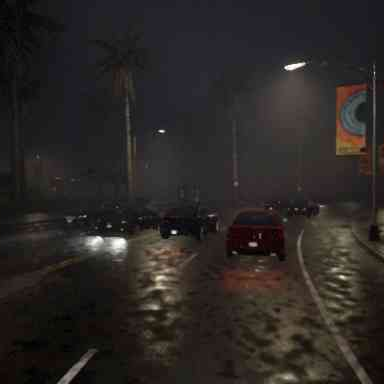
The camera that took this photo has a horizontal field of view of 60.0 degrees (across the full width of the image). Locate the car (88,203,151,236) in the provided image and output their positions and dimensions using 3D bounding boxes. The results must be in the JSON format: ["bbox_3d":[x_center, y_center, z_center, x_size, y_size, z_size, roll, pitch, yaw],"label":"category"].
[{"bbox_3d":[-3.307,1.446,17.802,1.994,1.385,4.181,0,0,20],"label":"car"}]

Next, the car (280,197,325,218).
[{"bbox_3d":[9.611,1.418,28.591,2.033,1.411,5.357,0,0,32],"label":"car"}]

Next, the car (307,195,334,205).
[{"bbox_3d":[20.622,1.252,52.555,1.882,1.535,5.008,1,0,45],"label":"car"}]

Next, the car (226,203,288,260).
[{"bbox_3d":[2.490,1.414,12.404,1.882,1.535,5.008,0,0,15],"label":"car"}]

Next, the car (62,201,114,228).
[{"bbox_3d":[-5.935,1.345,20.782,2.128,1.511,4.902,0,0,21],"label":"car"}]

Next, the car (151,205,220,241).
[{"bbox_3d":[0.023,1.409,16.172,1.837,1.490,4.892,0,0,18],"label":"car"}]

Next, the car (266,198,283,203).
[{"bbox_3d":[8.916,1.343,33.679,1.837,1.490,4.892,0,0,35],"label":"car"}]
